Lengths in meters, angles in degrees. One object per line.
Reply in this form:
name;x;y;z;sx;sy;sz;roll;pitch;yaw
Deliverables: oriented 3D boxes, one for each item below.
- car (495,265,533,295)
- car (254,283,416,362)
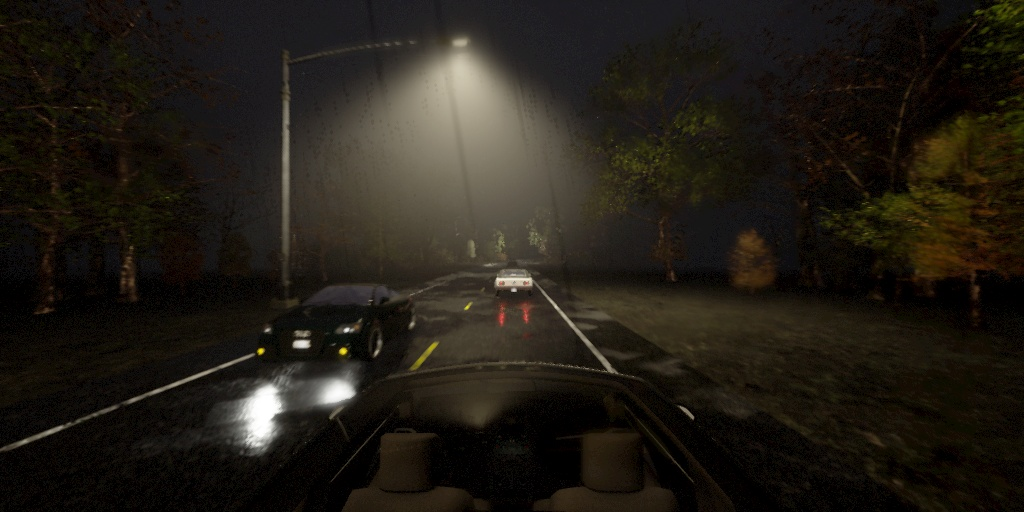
car;0.099;1.375;19.841;1.895;1.301;4.718;0;0;0
car;-3.596;1.322;8.118;1.994;1.385;4.181;0;0;0
